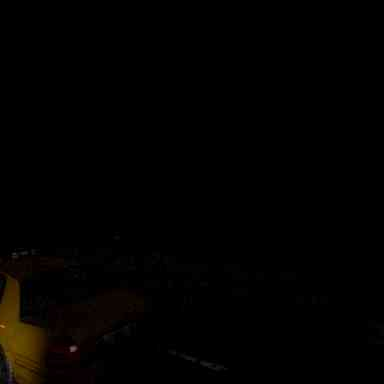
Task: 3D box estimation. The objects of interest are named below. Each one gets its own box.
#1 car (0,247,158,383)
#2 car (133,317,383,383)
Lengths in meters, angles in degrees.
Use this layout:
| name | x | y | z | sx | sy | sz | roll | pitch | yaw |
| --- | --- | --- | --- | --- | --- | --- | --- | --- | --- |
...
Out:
| name | x | y | z | sx | sy | sz | roll | pitch | yaw |
| --- | --- | --- | --- | --- | --- | --- | --- | --- | --- |
| car | -2.661 | 1.524 | 4.986 | 4.829 | 1.417 | 1.752 | 0 | 1 | 35 |
| car | 2.026 | 1.551 | 1.646 | 4.403 | 1.369 | 2.008 | 0 | 1 | 35 |
